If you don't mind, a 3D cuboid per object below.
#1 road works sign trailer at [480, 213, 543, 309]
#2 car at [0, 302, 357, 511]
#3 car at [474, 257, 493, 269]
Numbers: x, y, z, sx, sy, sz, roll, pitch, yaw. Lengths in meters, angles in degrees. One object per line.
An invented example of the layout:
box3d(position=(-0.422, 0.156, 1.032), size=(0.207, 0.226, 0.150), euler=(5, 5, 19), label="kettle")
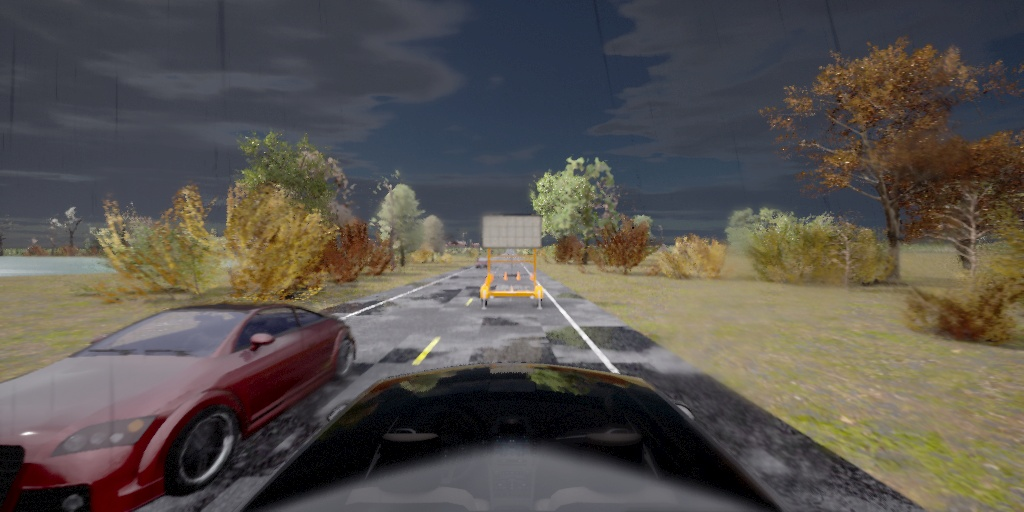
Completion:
box3d(position=(-0.002, 0.112, 14.309), size=(2.380, 3.560, 2.880), euler=(0, 0, 0), label="road works sign trailer")
box3d(position=(-3.600, 1.293, 4.326), size=(1.994, 1.385, 4.181), euler=(0, 0, 0), label="car")
box3d(position=(-3.593, 0.882, 45.862), size=(1.812, 1.442, 4.674), euler=(0, 1, 0), label="car")
